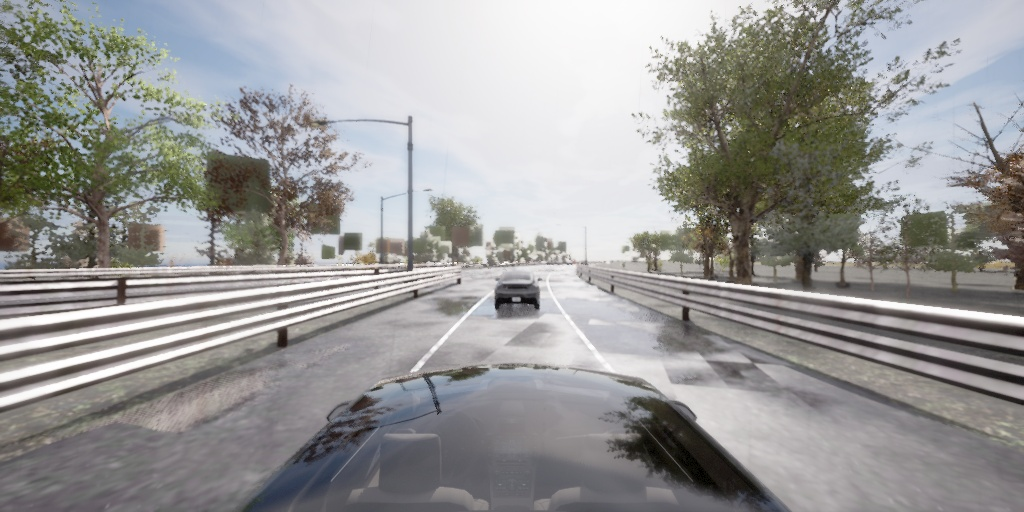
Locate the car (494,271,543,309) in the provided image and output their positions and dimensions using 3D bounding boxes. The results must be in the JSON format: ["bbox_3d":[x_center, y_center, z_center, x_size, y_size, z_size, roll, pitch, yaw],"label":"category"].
[{"bbox_3d":[0.275,1.383,15.817,1.837,1.490,4.892,0,0,3],"label":"car"}]
